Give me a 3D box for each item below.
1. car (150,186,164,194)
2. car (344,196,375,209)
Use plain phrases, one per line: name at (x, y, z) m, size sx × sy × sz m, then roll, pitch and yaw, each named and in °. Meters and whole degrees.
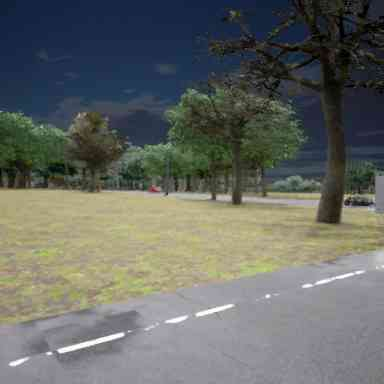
car at (-9.864, -0.527, 93.541) m, size 2.150 × 2.045 × 5.566 m, roll -1°, pitch 2°, yaw -29°
car at (22.409, 1.315, 43.196) m, size 1.837 × 1.490 × 4.892 m, roll -1°, pitch 2°, yaw -35°
